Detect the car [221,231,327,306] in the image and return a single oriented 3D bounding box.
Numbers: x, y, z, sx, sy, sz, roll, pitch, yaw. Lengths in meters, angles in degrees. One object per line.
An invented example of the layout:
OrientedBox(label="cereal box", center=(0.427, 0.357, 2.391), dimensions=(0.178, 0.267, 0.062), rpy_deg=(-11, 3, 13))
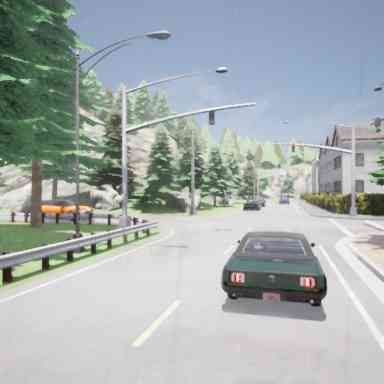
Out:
OrientedBox(label="car", center=(2.021, 1.598, 8.106), dimensions=(1.895, 1.301, 4.718), rpy_deg=(0, 0, 15))

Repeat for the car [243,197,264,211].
OrientedBox(label="car", center=(7.486, 1.587, 41.228), dimensions=(1.895, 1.301, 4.718), rpy_deg=(0, 0, 16))

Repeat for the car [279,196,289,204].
OrientedBox(label="car", center=(17.169, 1.526, 61.982), dimensions=(2.033, 1.411, 5.357), rpy_deg=(0, 0, 16))

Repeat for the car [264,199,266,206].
OrientedBox(label="car", center=(10.261, 1.474, 51.035), dimensions=(2.128, 1.511, 4.902), rpy_deg=(0, 0, 16))

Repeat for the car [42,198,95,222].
OrientedBox(label="car", center=(-10.012, 1.359, 26.382), dimensions=(4.553, 1.767, 2.097), rpy_deg=(0, 0, 15))
